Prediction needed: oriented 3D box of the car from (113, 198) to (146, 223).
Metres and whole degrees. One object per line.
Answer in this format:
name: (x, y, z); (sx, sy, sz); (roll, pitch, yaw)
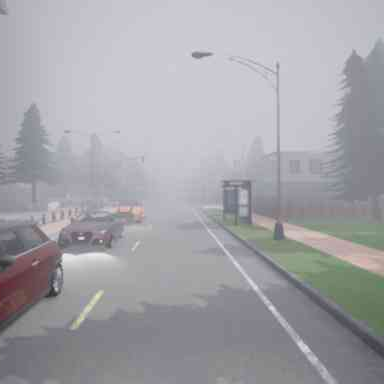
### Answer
car: (-4.616, 1.284, 24.484); (2.097, 1.767, 4.553); (0, 0, -2)

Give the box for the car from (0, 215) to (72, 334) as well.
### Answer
car: (-3.798, 1.355, 5.431); (2.097, 1.767, 4.553); (0, 0, -3)

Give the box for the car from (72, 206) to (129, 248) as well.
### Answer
car: (-4.183, 1.534, 14.379); (1.994, 1.385, 4.181); (0, 0, -2)
